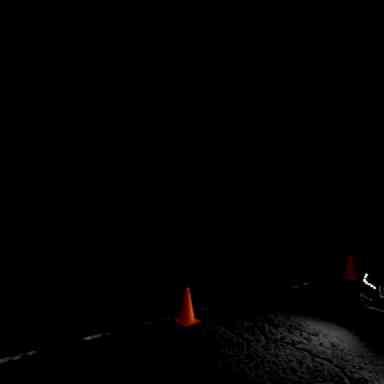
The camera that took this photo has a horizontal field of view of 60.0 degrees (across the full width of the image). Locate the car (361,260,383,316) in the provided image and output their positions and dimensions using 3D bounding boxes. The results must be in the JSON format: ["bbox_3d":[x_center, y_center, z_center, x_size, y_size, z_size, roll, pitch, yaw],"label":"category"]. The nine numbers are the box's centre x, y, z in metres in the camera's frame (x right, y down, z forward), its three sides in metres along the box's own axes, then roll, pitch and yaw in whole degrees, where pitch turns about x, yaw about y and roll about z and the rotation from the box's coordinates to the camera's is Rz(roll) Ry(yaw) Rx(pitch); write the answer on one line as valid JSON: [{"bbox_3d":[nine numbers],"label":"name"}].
[{"bbox_3d":[5.222,1.486,6.409,4.892,1.490,1.837,0,0,-34],"label":"car"}]

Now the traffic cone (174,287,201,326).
[{"bbox_3d":[-0.076,1.944,5.756,0.340,0.580,0.340,0,0,-35],"label":"traffic cone"}]

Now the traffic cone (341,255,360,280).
[{"bbox_3d":[4.099,1.933,8.591,0.340,0.580,0.340,0,0,-34],"label":"traffic cone"}]
